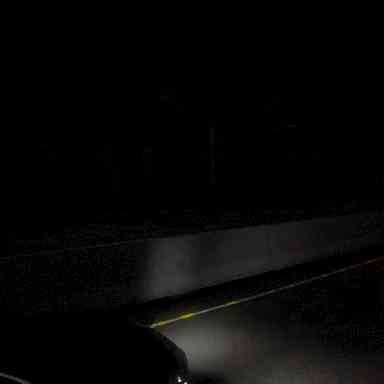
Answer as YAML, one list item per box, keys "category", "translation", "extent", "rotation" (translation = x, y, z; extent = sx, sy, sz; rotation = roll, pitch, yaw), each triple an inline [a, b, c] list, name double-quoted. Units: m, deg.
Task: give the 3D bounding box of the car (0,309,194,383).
- category: "car"
  translation: [-2.212, 1.504, 2.177]
  extent: [4.892, 1.490, 1.837]
  rotation: [2, -1, -35]
